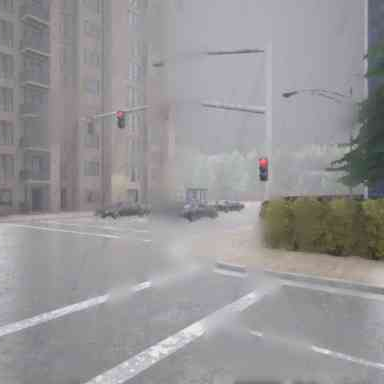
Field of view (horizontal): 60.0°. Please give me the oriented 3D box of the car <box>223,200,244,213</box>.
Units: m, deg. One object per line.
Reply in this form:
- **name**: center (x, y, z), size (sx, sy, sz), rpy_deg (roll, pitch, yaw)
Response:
- **car**: center (3.974, 1.601, 37.201), size (1.895, 1.301, 4.718), rpy_deg (0, 0, 36)

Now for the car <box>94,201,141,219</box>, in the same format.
- **car**: center (-6.016, 1.547, 29.452), size (2.033, 1.411, 5.357), rpy_deg (0, 0, 36)

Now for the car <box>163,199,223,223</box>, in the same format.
- **car**: center (0.175, 1.526, 25.783), size (1.812, 1.442, 4.674), rpy_deg (0, 0, 37)

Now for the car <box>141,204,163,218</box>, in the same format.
- **car**: center (-1.680, 1.547, 29.459), size (2.033, 1.411, 5.357), rpy_deg (0, 0, 36)

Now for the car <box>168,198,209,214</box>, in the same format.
- **car**: center (-0.325, 1.491, 37.250), size (2.128, 1.511, 4.902), rpy_deg (0, 0, 36)
